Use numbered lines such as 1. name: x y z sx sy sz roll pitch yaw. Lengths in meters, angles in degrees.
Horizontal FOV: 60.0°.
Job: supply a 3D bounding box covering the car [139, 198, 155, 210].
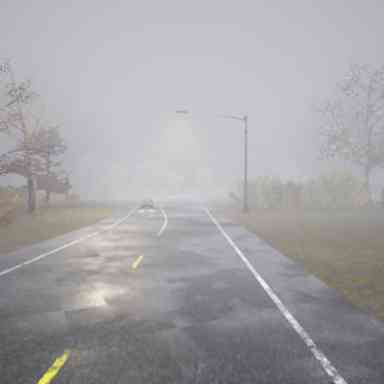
1. car: -5.804 1.515 43.322 2.033 1.411 5.357 0 0 -7
